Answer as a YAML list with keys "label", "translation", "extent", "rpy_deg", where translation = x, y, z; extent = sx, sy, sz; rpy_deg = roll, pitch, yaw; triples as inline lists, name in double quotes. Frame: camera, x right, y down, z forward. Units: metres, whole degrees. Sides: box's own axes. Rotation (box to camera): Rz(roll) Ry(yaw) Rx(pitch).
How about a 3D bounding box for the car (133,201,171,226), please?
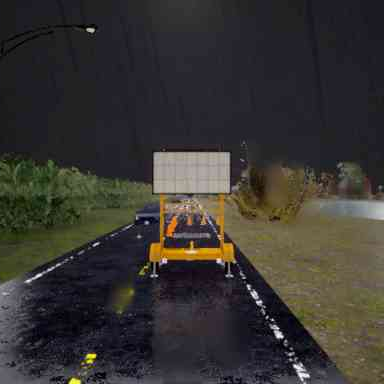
- label: "car"
  translation: [-2.857, 1.572, 23.695]
  extent: [2.033, 1.411, 5.357]
  rpy_deg: [0, 0, 0]

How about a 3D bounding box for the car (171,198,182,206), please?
- label: "car"
  translation: [-2.768, 1.700, 57.449]
  extent: [1.895, 1.301, 4.718]
  rpy_deg: [0, 0, 0]

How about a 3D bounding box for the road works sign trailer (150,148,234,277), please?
- label: "road works sign trailer"
  translation: [-0.004, 0.471, 10.234]
  extent: [2.380, 3.560, 2.880]
  rpy_deg: [0, 0, 0]
